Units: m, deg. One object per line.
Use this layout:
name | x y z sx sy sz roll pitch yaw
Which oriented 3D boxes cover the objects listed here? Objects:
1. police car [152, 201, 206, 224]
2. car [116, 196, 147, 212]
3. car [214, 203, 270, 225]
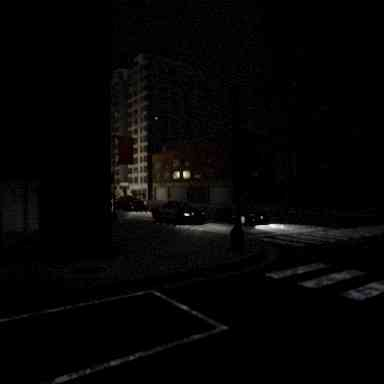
police car | -0.959 1.437 24.083 2.038 1.542 4.974 0 0 -35
car | -6.943 1.246 37.941 2.097 1.767 4.553 0 0 -35
car | 3.413 1.482 23.373 1.994 1.385 4.181 0 0 -35
